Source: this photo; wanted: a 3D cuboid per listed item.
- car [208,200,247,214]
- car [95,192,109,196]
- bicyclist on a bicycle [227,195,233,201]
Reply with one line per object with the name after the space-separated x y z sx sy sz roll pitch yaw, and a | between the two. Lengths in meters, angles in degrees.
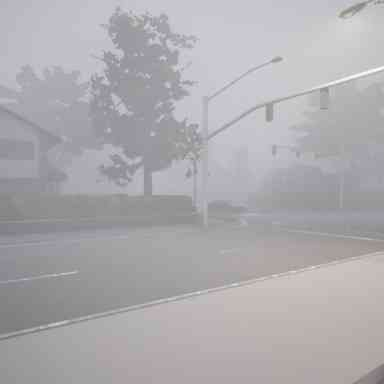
3.584 1.558 36.519 2.033 1.411 5.357 0 0 -36 | car
-20.446 1.029 75.243 2.150 2.045 5.566 0 0 -36 | car
5.880 1.320 51.086 1.656 1.620 0.582 0 0 -36 | bicyclist on a bicycle
